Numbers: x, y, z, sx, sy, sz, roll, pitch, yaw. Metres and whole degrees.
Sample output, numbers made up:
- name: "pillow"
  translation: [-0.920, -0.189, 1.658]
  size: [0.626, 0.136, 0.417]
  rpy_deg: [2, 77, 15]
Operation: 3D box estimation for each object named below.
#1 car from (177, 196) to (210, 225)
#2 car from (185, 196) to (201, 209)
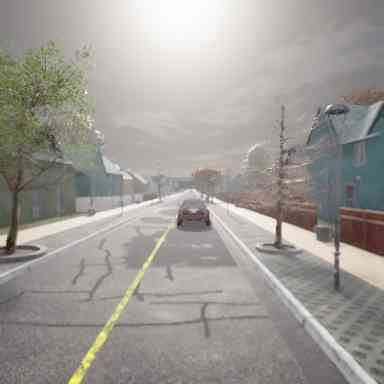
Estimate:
- name: "car"
  translation: [0.106, 1.241, 23.107]
  size: [2.097, 1.767, 4.553]
  rpy_deg: [0, 0, 0]
- name: "car"
  translation: [0.111, 1.309, 41.974]
  size: [1.837, 1.490, 4.892]
  rpy_deg: [0, 0, 0]
